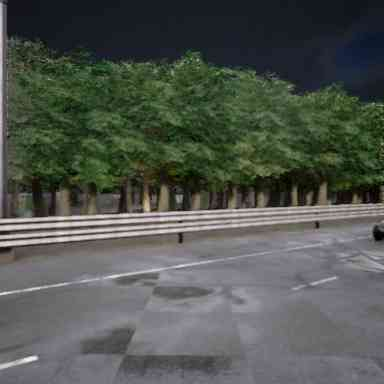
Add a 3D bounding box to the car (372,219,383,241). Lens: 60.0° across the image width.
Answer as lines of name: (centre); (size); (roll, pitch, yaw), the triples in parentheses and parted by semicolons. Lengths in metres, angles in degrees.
car: (10.164, 1.542, 15.308); (4.181, 1.385, 1.994); (0, 0, -36)
